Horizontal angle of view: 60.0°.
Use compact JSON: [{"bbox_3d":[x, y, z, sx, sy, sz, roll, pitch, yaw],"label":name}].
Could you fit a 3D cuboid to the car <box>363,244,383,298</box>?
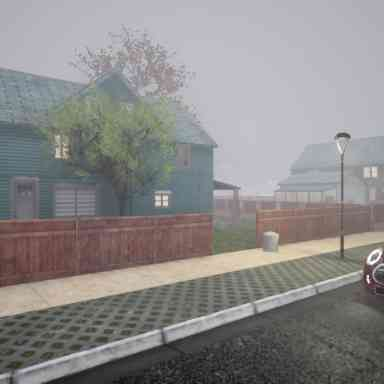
[{"bbox_3d":[5.780,1.354,7.440,4.553,1.767,2.097,0,0,-37],"label":"car"}]
